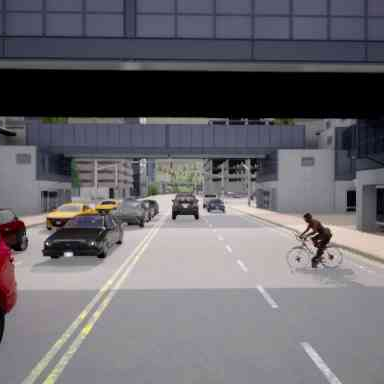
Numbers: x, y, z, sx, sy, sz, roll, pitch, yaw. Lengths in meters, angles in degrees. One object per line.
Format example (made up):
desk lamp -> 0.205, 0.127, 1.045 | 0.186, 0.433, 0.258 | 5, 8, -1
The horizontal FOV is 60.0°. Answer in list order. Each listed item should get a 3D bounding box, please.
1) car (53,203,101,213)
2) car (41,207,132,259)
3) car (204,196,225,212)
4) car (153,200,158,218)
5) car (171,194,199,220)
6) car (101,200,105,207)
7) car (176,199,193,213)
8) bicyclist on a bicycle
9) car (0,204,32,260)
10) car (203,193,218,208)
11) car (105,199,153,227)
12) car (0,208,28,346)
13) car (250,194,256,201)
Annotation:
car -> -7.583, 1.477, 21.233 | 1.882, 1.535, 5.008 | 0, 0, -1
car -> -3.887, 1.547, 12.943 | 2.033, 1.411, 5.357 | 0, 0, -2
car -> 2.668, 1.524, 37.992 | 1.812, 1.442, 4.674 | 0, 0, -1
car -> -4.145, 1.525, 27.455 | 1.812, 1.442, 4.674 | 0, 0, -1
car -> -0.564, 1.220, 28.211 | 2.150, 2.045, 5.566 | 0, 0, -1
car -> -7.810, 1.476, 31.707 | 1.882, 1.535, 5.008 | 0, 0, -1
car -> -0.828, 1.524, 37.908 | 1.812, 1.442, 4.674 | 0, 0, -1
bicyclist on a bicycle -> 3.537, 1.445, 9.640 | 1.656, 1.620, 0.582 | -2, 0, -1
car -> -7.336, 1.351, 10.885 | 2.097, 1.767, 4.553 | 0, 0, -1
car -> 2.821, 1.220, 47.498 | 2.150, 2.045, 5.566 | 0, 0, 8
car -> -4.111, 1.351, 22.416 | 2.097, 1.767, 4.553 | 0, 0, -1
car -> -3.624, 1.221, 2.706 | 2.150, 2.045, 5.566 | 0, 0, -2
car -> 14.742, 1.150, 77.916 | 1.932, 1.855, 4.605 | 0, 0, -2
